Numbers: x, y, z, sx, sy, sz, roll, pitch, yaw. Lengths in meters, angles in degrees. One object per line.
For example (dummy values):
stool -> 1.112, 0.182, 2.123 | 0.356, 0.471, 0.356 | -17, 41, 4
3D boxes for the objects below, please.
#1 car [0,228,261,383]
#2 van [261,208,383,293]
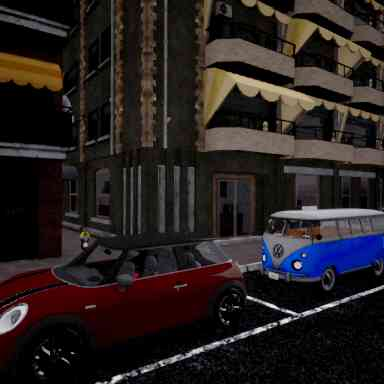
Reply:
car -> -1.108, 1.440, 5.304 | 4.097, 1.590, 1.967 | 0, 0, -36
van -> 3.524, 1.343, 8.609 | 3.998, 1.788, 1.690 | 0, 0, -36
